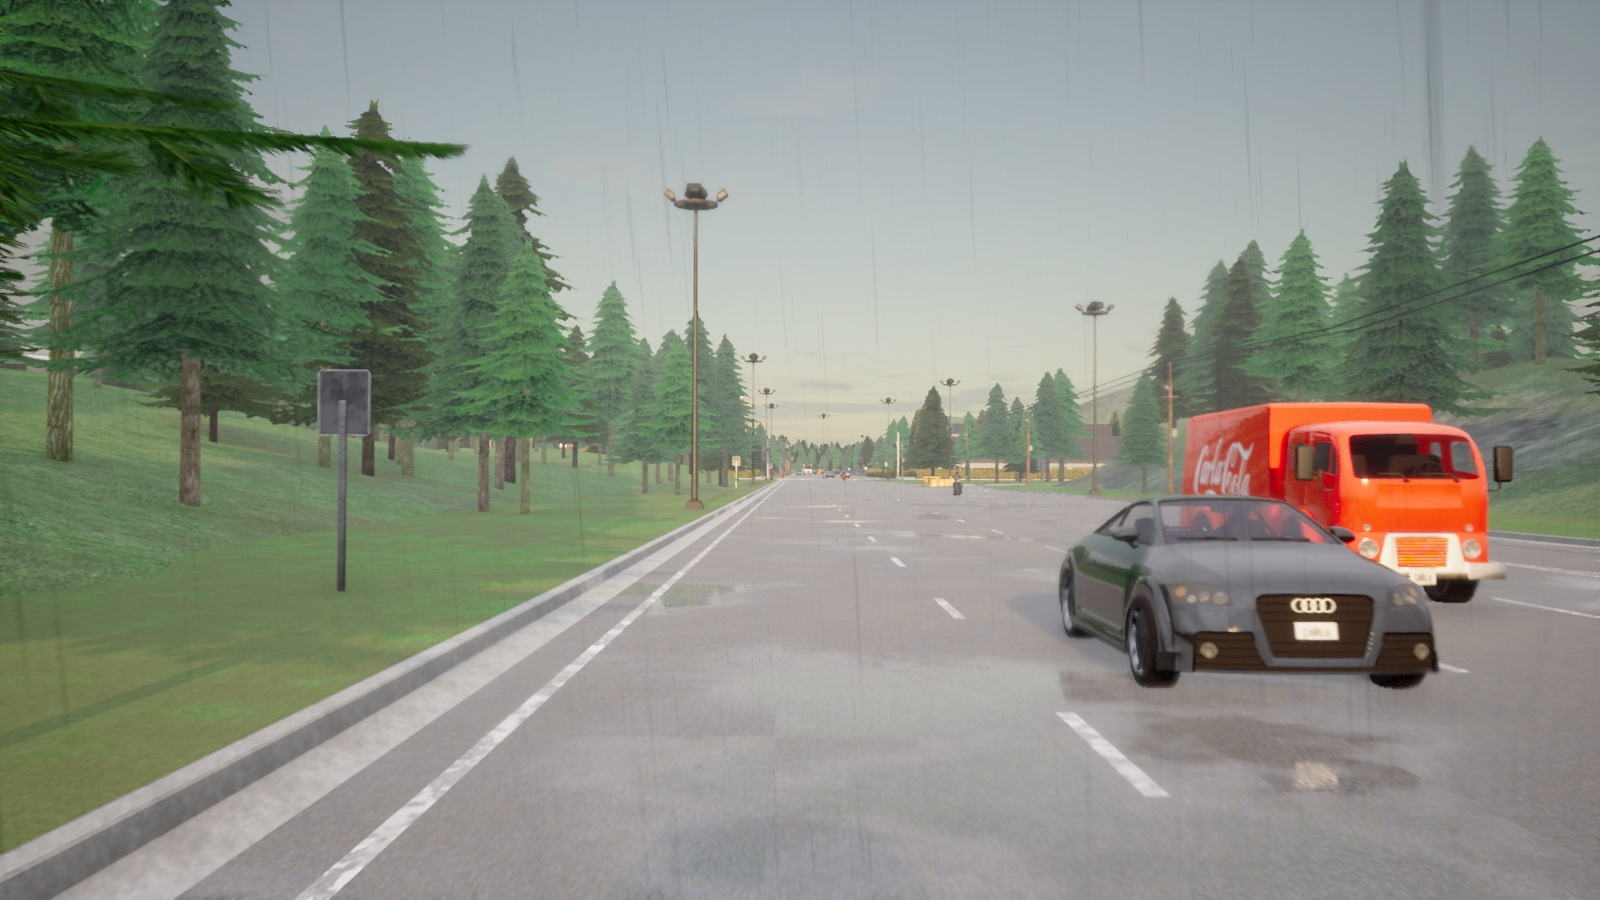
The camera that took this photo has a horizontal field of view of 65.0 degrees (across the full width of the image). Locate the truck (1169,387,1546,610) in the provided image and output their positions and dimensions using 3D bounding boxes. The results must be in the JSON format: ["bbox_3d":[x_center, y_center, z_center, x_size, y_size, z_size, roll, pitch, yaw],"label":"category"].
[{"bbox_3d":[6.958,0.578,16.569,2.627,2.467,5.204,0,-1,0],"label":"truck"}]

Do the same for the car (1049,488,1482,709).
[{"bbox_3d":[3.475,1.038,10.351,1.994,1.385,4.181,0,-1,0],"label":"car"}]
